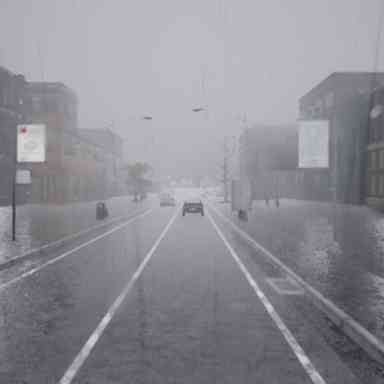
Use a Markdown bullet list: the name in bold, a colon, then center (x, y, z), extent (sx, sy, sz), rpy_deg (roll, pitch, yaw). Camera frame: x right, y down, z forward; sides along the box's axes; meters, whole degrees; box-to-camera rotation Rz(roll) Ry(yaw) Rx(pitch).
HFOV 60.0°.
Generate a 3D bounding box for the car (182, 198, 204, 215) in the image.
- **car**: center (0.092, 1.322, 31.305), extent (1.882, 1.535, 5.008), rpy_deg (0, 1, 0)

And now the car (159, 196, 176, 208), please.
- **car**: center (-3.095, 1.286, 43.122), extent (2.033, 1.411, 5.357), rpy_deg (0, 0, 0)
